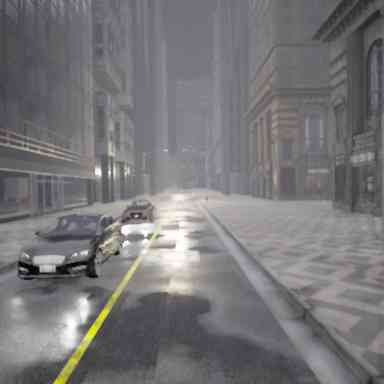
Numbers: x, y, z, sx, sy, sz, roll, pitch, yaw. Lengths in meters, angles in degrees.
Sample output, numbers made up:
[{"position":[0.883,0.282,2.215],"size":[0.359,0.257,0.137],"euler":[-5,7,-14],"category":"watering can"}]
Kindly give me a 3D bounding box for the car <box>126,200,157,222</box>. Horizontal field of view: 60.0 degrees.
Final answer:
[{"position":[-3.488,1.276,22.695],"size":[1.994,1.385,4.181],"euler":[-1,1,-1],"category":"car"}]

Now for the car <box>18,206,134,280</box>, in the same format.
[{"position":[-3.262,1.398,9.814],"size":[2.128,1.511,4.902],"euler":[-1,1,-1],"category":"car"}]
